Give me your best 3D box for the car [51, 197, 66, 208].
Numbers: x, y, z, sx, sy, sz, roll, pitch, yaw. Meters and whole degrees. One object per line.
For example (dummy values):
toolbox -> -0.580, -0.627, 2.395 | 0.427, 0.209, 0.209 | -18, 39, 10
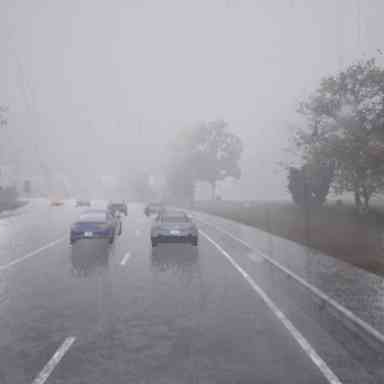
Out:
car -> -19.715, 1.468, 49.039 | 1.882, 1.535, 5.008 | 0, 0, -20

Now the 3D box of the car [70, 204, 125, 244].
car -> -4.415, 1.525, 15.699 | 1.812, 1.442, 4.674 | 0, 0, -6

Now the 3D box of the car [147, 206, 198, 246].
car -> -0.872, 1.557, 15.228 | 1.994, 1.385, 4.181 | 0, 0, -6

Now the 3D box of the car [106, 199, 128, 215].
car -> -7.373, 1.498, 32.798 | 1.837, 1.490, 4.892 | 0, 0, -13

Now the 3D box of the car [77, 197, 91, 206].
car -> -15.829, 1.468, 48.554 | 1.882, 1.535, 5.008 | 0, 0, -20

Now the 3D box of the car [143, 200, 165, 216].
car -> -3.668, 1.481, 32.267 | 2.128, 1.511, 4.902 | 0, 0, -12
